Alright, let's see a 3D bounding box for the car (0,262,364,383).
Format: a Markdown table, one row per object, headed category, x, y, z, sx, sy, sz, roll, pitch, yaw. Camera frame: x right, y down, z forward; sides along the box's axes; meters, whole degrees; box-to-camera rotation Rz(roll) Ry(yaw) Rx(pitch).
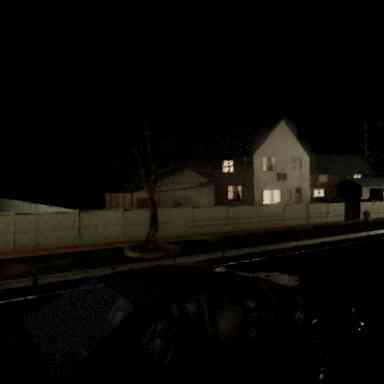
| category | x | y | z | sx | sy | sz | roll | pitch | yaw |
| --- | --- | --- | --- | --- | --- | --- | --- | --- | --- |
| car | -0.342 | 1.547 | 3.442 | 5.357 | 1.411 | 2.033 | 0 | 0 | -36 |
